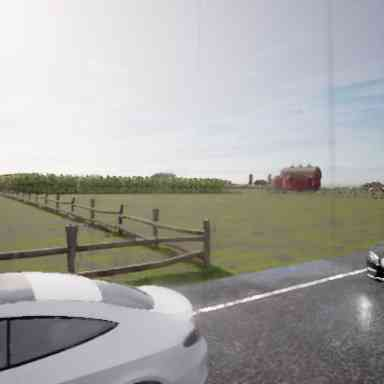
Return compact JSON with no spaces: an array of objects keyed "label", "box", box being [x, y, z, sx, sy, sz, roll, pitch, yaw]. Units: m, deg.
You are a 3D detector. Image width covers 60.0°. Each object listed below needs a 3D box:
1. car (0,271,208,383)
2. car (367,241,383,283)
[{"label":"car","box":[-2.003,1.481,2.597,4.674,1.442,1.812,0,1,-35]},{"label":"car","box":[6.311,1.465,8.346,4.902,1.511,2.128,0,1,-35]}]
